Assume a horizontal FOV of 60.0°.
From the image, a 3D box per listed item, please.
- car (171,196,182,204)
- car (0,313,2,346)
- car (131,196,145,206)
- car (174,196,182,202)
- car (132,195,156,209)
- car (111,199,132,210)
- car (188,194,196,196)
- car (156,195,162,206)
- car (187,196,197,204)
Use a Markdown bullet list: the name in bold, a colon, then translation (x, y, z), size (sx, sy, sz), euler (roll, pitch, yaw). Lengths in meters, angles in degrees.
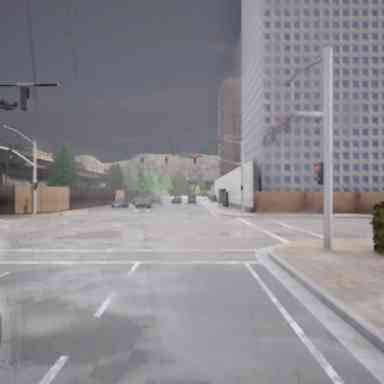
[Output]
- **car**: translation (-3.509, 1.995, 72.435), size (1.895, 1.301, 4.718), euler (0, 0, 0)
- **car**: translation (-3.441, 1.520, 2.458), size (1.837, 1.490, 4.892), euler (0, 0, 0)
- **car**: translation (-10.519, 1.720, 65.095), size (2.097, 1.767, 4.553), euler (0, 0, 0)
- **car**: translation (-3.510, 1.771, 82.629), size (1.882, 1.535, 5.008), euler (0, 0, 0)
- **car**: translation (-7.081, 1.629, 49.081), size (2.097, 1.767, 4.553), euler (0, 0, 0)
- **car**: translation (-10.579, 1.769, 49.116), size (2.128, 1.511, 4.902), euler (0, 0, 0)
- **car**: translation (-0.010, 1.519, 82.660), size (2.150, 2.045, 5.566), euler (0, 0, 0)
- **car**: translation (-7.019, 1.586, 64.644), size (2.150, 2.045, 5.566), euler (0, 0, 0)
- **car**: translation (-0.009, 1.995, 72.435), size (1.895, 1.301, 4.718), euler (0, 0, 0)
